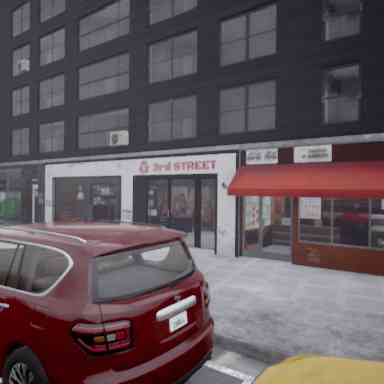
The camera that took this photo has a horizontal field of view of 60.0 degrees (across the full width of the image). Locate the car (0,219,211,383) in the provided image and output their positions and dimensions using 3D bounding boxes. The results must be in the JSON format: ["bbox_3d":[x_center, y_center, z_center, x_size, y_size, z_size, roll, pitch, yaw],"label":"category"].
[{"bbox_3d":[-2.069,1.312,4.559,5.009,1.841,2.192,0,1,36],"label":"car"}]

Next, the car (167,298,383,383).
[{"bbox_3d":[2.334,1.526,1.406,4.829,1.417,1.752,0,1,36],"label":"car"}]
